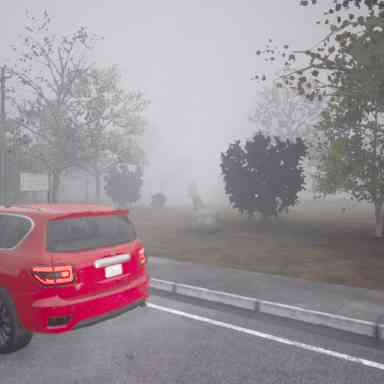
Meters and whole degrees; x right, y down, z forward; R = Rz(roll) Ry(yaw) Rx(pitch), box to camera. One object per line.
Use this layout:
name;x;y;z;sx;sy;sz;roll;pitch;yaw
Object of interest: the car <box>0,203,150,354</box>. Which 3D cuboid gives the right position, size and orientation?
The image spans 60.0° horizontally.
car;-3.313;1.222;6.343;5.566;2.045;2.150;0;0;35
